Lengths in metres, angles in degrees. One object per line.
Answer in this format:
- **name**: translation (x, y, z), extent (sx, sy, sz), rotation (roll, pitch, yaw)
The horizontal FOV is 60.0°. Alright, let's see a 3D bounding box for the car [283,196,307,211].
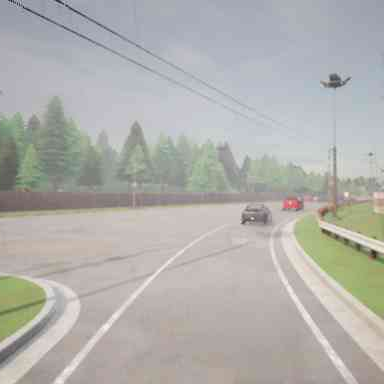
- **car**: translation (14.416, 1.620, 47.213), extent (2.150, 2.045, 5.566), rotation (0, 0, 27)

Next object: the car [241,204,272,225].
- **car**: translation (5.091, 1.698, 25.820), extent (2.128, 1.511, 4.902), rotation (0, 0, 19)
